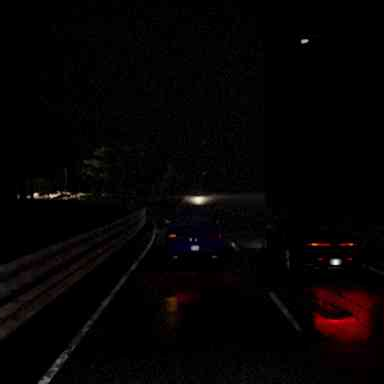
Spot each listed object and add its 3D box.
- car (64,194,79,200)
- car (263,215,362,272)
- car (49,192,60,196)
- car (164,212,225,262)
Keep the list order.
[{"bbox_3d":[-27.192,1.027,74.981,4.181,1.385,1.994,1,1,44],"label":"car"},{"bbox_3d":[3.594,1.499,10.731,1.837,1.490,4.892,0,0,0],"label":"car"},{"bbox_3d":[-34.032,0.661,82.079,1.882,1.535,5.008,0,1,-39],"label":"car"},{"bbox_3d":[0.024,1.471,12.155,1.882,1.535,5.008,0,0,-2],"label":"car"}]
